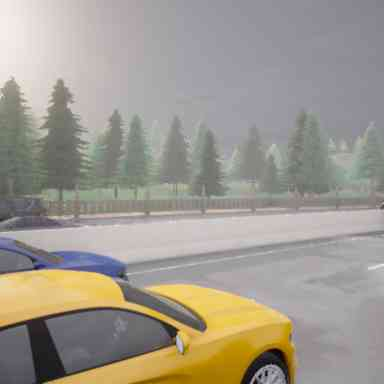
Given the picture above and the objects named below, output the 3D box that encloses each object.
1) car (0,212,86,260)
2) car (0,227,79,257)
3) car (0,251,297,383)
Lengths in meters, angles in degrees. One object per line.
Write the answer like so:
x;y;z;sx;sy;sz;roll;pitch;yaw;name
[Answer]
-6.343;1.563;12.342;4.181;1.385;1.994;0;0;-35;car
-3.494;1.477;5.552;5.008;1.535;1.882;0;0;-36;car
-1.156;1.477;2.920;5.008;1.535;1.882;0;0;-36;car
